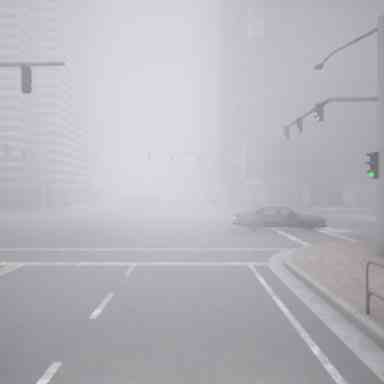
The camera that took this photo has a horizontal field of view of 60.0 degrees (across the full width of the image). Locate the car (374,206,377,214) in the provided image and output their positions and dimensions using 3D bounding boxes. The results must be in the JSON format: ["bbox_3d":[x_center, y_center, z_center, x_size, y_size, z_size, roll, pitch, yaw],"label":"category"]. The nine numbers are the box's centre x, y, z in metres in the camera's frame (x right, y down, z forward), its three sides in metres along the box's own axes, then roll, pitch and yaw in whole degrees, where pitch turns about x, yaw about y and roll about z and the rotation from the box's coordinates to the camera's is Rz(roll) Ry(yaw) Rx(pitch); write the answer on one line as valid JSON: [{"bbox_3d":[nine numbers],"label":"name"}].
[{"bbox_3d":[18.713,1.410,29.563,4.674,1.442,1.812,0,0,1],"label":"car"}]

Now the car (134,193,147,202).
[{"bbox_3d":[-10.515,1.080,68.032,2.097,1.767,4.553,0,0,0],"label":"car"}]

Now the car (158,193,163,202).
[{"bbox_3d":[-7.016,1.083,67.837,2.097,1.767,4.553,0,0,0],"label":"car"}]

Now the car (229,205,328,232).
[{"bbox_3d":[4.826,1.477,19.054,5.357,1.411,2.033,0,0,0],"label":"car"}]

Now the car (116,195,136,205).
[{"bbox_3d":[-10.560,1.343,52.247,2.033,1.411,5.357,0,0,1],"label":"car"}]

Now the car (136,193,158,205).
[{"bbox_3d":[-7.066,1.146,52.771,2.097,1.767,4.553,0,0,0],"label":"car"}]
